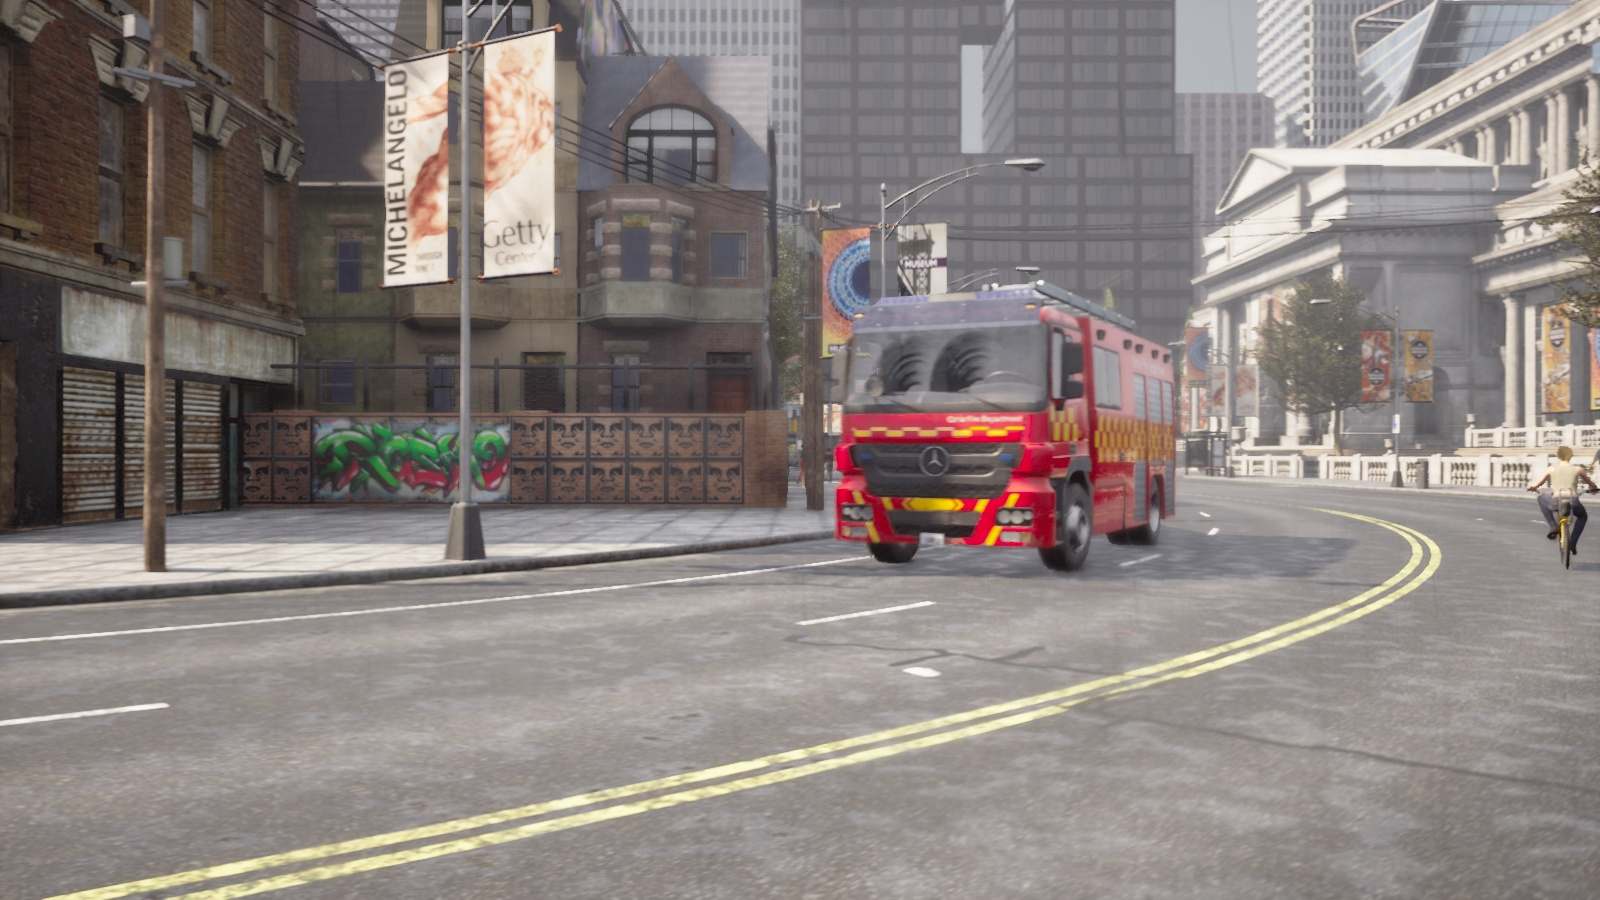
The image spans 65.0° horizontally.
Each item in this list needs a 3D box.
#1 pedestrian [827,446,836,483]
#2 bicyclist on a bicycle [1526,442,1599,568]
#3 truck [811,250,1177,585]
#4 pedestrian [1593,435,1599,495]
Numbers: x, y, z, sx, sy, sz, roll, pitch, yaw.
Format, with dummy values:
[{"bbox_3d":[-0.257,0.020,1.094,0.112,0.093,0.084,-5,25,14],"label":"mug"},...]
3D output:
[{"bbox_3d":[1.684,0.776,67.171,0.402,1.930,0.666,0,0,-7],"label":"pedestrian"},{"bbox_3d":[10.280,0.711,16.860,0.866,1.612,1.509,-1,0,29],"label":"bicyclist on a bicycle"},{"bbox_3d":[3.352,-0.365,18.778,2.891,3.827,8.468,0,0,27],"label":"truck"},{"bbox_3d":[25.174,0.465,39.105,0.540,1.848,0.694,0,0,3],"label":"pedestrian"}]
